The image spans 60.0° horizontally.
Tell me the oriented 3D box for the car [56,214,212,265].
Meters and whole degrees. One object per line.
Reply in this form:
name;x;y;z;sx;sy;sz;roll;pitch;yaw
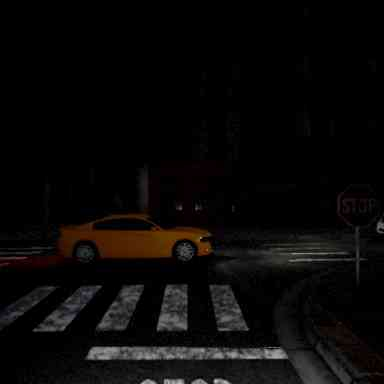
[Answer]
car;-1.843;1.472;11.070;5.008;1.535;1.882;-1;-1;-1

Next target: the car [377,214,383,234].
car;10.946;1.112;14.072;5.566;2.045;2.150;-1;-1;-1
